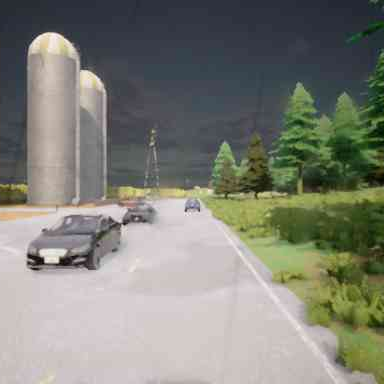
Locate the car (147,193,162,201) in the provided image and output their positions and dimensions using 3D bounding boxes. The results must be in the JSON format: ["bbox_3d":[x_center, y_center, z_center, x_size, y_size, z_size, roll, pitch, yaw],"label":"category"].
[{"bbox_3d":[-9.550,1.444,83.235,3.988,1.617,1.851,0,0,-1],"label":"car"}]

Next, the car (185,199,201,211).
[{"bbox_3d":[0.084,1.529,40.204,2.033,1.411,5.357,0,0,0],"label":"car"}]

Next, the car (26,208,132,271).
[{"bbox_3d":[-3.597,1.487,10.983,2.128,1.511,4.902,0,0,0],"label":"car"}]

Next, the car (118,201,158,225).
[{"bbox_3d":[-3.573,1.553,23.608,1.994,1.385,4.181,0,0,1],"label":"car"}]

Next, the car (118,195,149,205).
[{"bbox_3d":[-9.062,1.526,50.226,4.181,1.381,1.994,0,0,-1],"label":"car"}]
